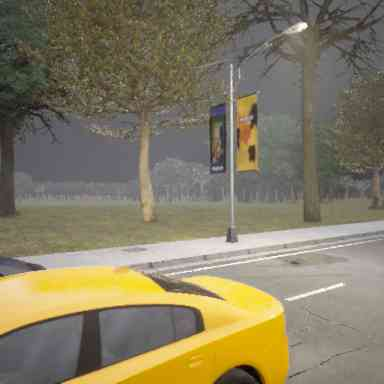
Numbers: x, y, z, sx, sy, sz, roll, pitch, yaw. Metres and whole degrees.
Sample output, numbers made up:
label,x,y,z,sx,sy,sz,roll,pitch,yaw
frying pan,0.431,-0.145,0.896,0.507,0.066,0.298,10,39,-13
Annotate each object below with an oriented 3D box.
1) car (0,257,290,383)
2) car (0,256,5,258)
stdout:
label,x,y,z,sx,sy,sz,roll,pitch,yaw
car,-1.346,1.477,2.724,5.008,1.535,1.882,0,0,-35
car,-4.153,1.564,4.726,4.181,1.385,1.994,0,0,-35
